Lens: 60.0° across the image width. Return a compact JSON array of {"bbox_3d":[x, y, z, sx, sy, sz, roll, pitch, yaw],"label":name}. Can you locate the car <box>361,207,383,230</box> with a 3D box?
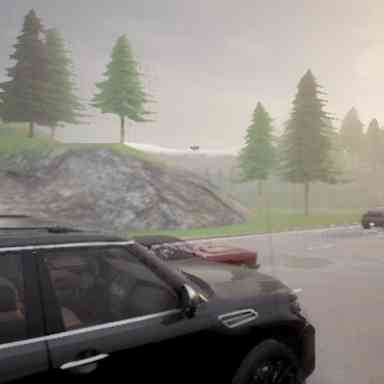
[{"bbox_3d":[12.853,1.705,21.518,4.892,1.490,1.837,0,0,-36],"label":"car"}]

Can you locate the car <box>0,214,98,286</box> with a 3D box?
[{"bbox_3d":[-5.229,1.483,8.616,5.008,1.535,1.882,0,0,-35],"label":"car"}]

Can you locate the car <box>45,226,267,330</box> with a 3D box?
[{"bbox_3d":[-0.624,1.634,7.601,4.718,1.301,1.895,1,0,-36],"label":"car"}]

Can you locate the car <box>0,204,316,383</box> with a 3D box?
[{"bbox_3d":[-1.332,1.227,2.797,5.566,2.045,2.150,0,0,-35],"label":"car"}]
